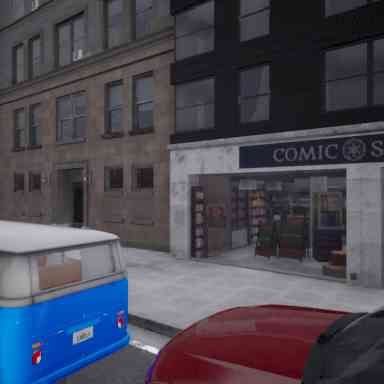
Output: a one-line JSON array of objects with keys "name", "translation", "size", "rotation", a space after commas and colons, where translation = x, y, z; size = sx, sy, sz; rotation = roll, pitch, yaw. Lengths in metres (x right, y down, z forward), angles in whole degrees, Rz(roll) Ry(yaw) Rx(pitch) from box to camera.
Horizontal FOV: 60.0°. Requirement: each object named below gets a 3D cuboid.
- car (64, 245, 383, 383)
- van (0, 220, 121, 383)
[{"name": "car", "translation": [1.917, 1.315, 1.442], "size": [5.009, 1.841, 2.192], "rotation": [0, 0, 36]}, {"name": "van", "translation": [-2.704, 1.341, 4.743], "size": [3.998, 1.788, 1.690], "rotation": [0, 0, 36]}]
